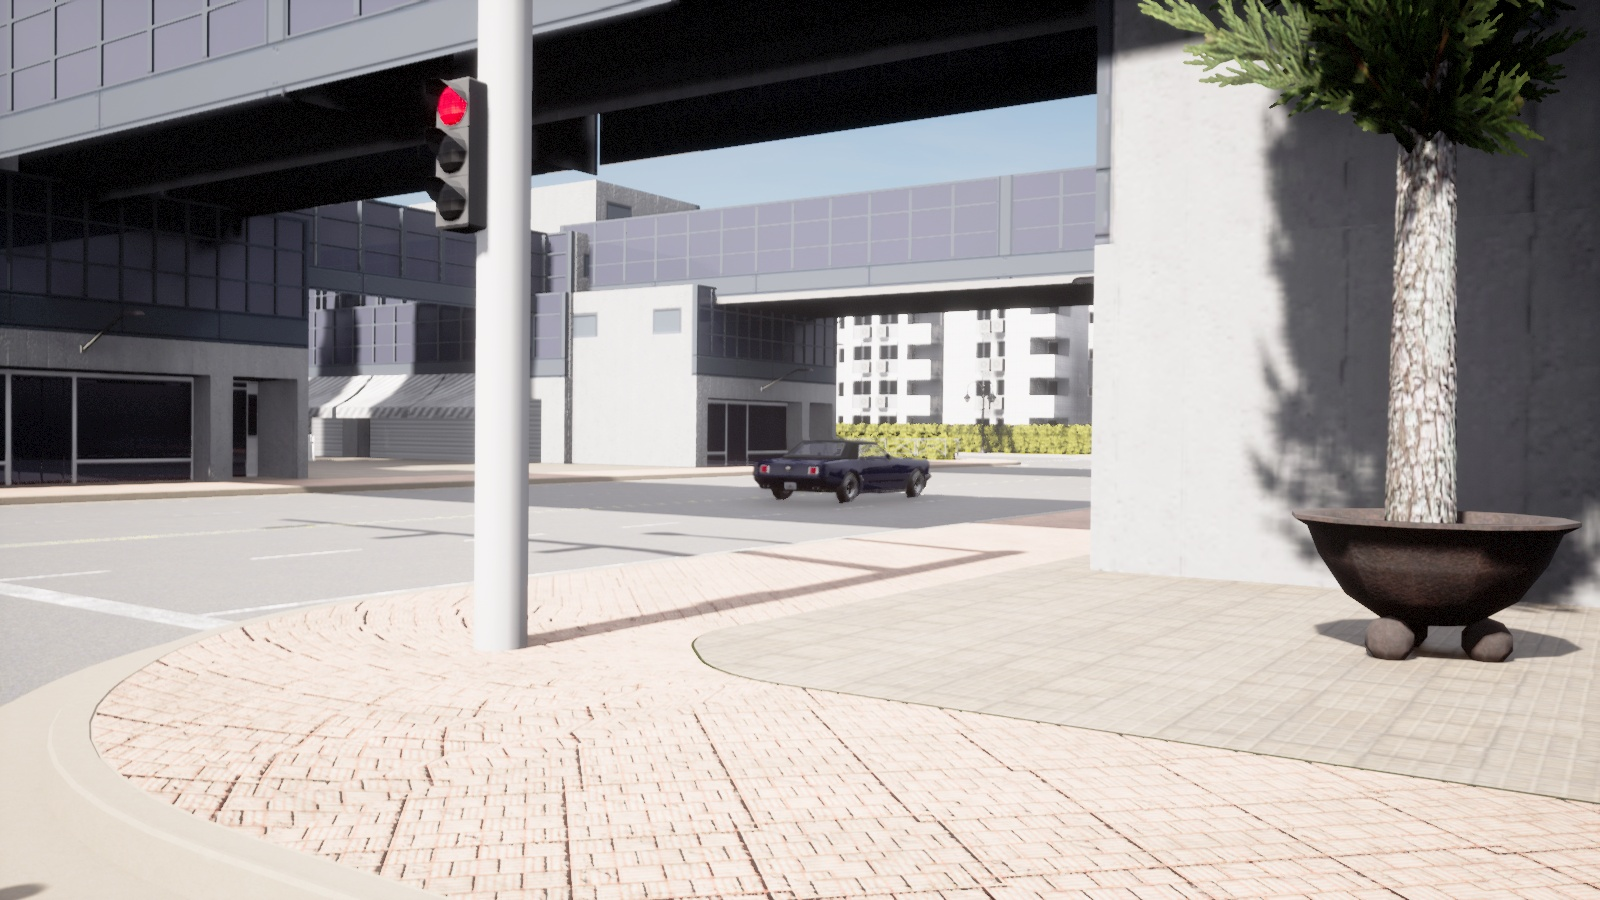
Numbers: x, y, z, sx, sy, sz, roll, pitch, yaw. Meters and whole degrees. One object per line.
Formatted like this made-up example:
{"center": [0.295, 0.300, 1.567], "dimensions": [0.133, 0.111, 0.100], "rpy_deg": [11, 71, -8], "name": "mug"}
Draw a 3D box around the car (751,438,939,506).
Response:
{"center": [1.091, 0.417, 27.547], "dimensions": [1.895, 1.301, 4.718], "rpy_deg": [0, 1, 34], "name": "car"}
